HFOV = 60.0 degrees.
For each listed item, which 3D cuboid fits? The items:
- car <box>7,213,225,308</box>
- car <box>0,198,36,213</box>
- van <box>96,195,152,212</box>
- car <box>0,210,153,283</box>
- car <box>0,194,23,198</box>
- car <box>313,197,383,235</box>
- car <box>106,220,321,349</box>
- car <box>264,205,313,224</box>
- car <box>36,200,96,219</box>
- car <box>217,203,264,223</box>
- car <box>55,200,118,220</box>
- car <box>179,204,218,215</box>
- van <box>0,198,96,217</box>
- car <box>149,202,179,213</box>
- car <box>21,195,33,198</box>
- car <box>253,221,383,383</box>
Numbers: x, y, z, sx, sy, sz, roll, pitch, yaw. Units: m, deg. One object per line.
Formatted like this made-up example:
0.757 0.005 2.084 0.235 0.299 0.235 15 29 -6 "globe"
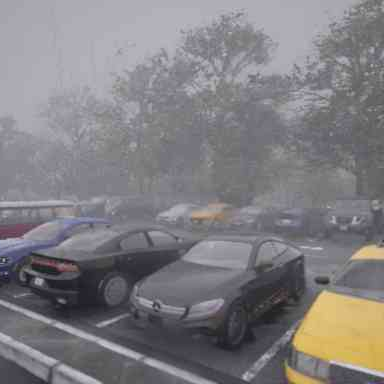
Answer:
-1.430 1.532 8.256 2.097 1.535 5.008 0 0 36 "car"
-21.044 1.519 38.501 2.097 1.535 5.008 1 0 36 "car"
-5.180 1.332 26.933 1.878 1.987 4.442 0 0 36 "van"
-3.683 1.538 9.890 2.097 1.535 5.008 0 0 36 "car"
-18.766 1.293 36.889 2.435 2.045 5.566 1 0 36 "car"
8.435 1.275 17.243 2.435 2.045 5.566 0 0 36 "car"
0.834 1.566 6.636 2.002 1.452 4.674 0 0 36 "car"
6.206 1.562 18.917 2.163 1.488 4.792 0 0 36 "car"
-11.996 1.571 31.975 2.097 1.535 5.008 0 0 36 "car"
3.934 1.539 20.525 2.231 1.521 4.892 0 0 36 "car"
-9.524 1.563 30.431 1.946 1.575 5.366 0 0 36 "car"
1.673 1.543 22.151 2.097 1.535 5.008 0 0 36 "car"
-5.877 1.317 11.607 1.878 1.987 4.442 0 0 36 "van"
-0.589 1.589 23.776 2.002 1.452 4.674 0 0 36 "car"
-14.235 1.445 33.632 2.185 1.767 4.553 0 0 36 "car"
2.983 1.516 4.858 1.946 1.575 5.366 0 0 36 "car"
